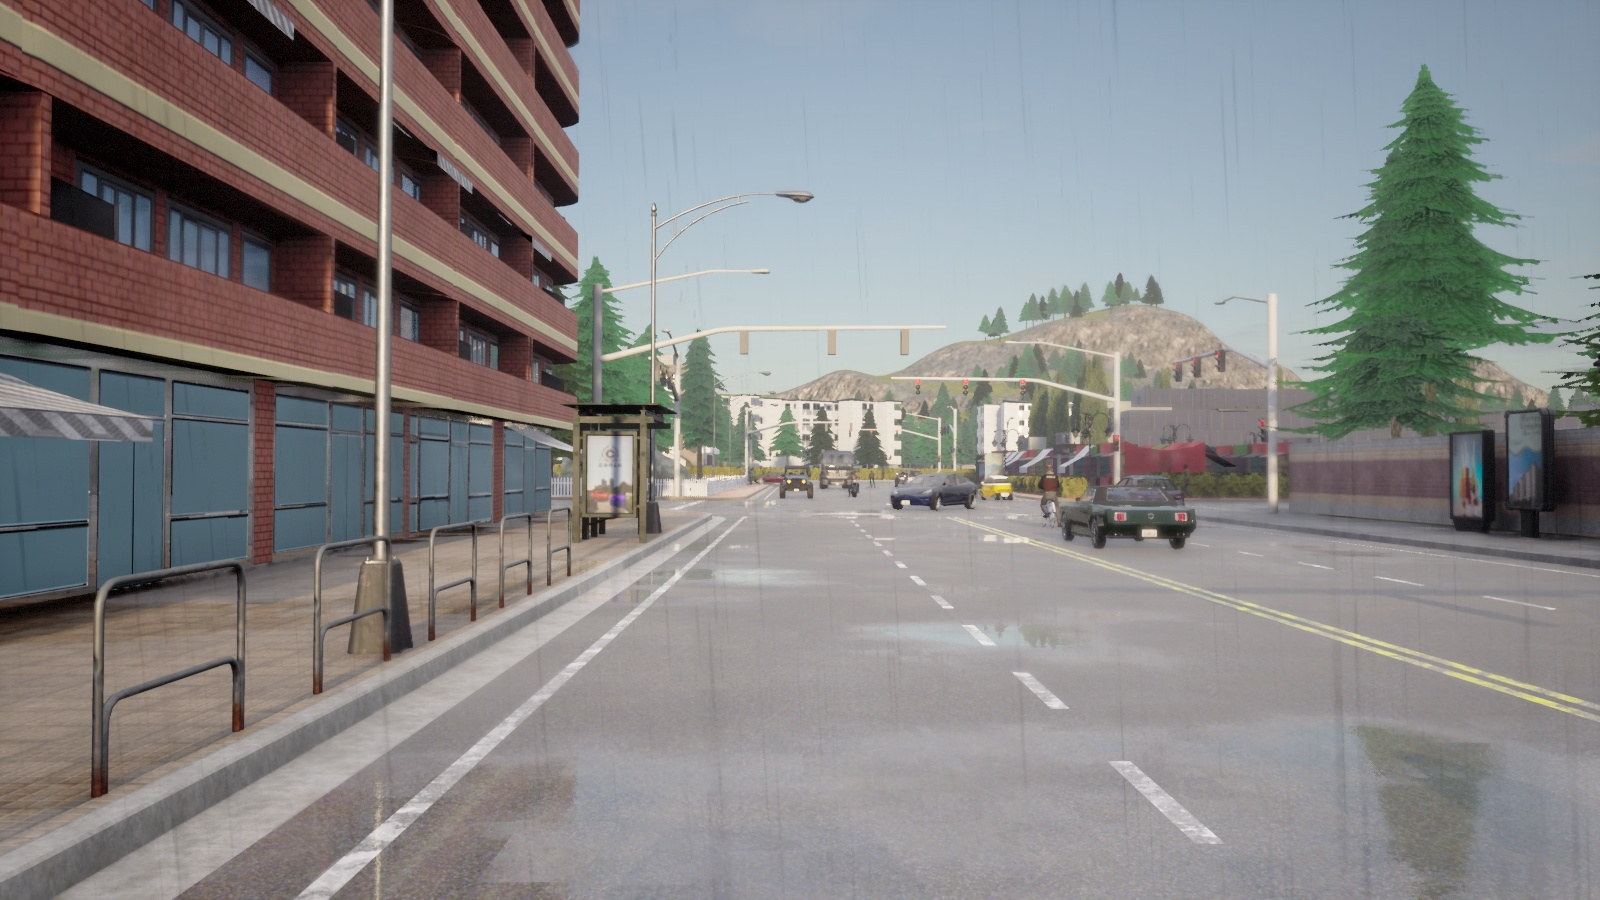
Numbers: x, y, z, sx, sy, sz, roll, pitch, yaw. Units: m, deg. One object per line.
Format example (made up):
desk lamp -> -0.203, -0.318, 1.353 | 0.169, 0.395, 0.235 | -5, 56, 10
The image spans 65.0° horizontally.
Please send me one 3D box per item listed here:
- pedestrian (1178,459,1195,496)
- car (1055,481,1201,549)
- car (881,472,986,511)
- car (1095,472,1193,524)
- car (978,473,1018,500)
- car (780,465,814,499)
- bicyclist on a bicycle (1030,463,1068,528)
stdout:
pedestrian -> 19.957, 1.420, 64.853 | 0.692, 1.930, 0.396 | 0, -1, 0
car -> 6.929, 1.340, 27.048 | 1.895, 1.301, 4.718 | 0, -1, 0
car -> 5.433, 1.620, 50.456 | 2.163, 1.488, 4.792 | -1, -1, 34
car -> 10.400, 1.428, 38.265 | 1.816, 1.474, 4.193 | 0, -1, 0
car -> 10.724, 1.967, 68.113 | 1.481, 1.376, 2.207 | -1, 0, -11
car -> -0.188, 1.817, 72.000 | 1.905, 1.878, 3.866 | 0, -1, 0
bicyclist on a bicycle -> 6.908, 1.242, 34.922 | 0.659, 1.776, 1.843 | 0, -1, 0
